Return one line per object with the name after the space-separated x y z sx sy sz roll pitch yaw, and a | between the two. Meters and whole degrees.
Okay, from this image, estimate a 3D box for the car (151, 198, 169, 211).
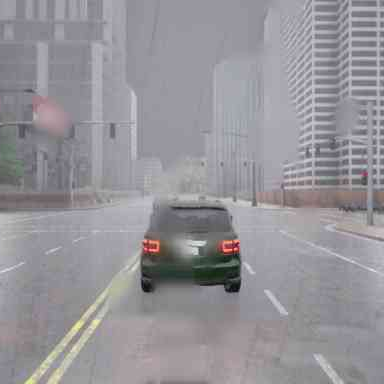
-3.945 1.505 41.909 1.837 1.490 4.892 0 0 0 | car

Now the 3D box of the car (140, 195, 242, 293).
-0.021 1.221 9.015 2.150 2.045 5.566 0 0 0 | car

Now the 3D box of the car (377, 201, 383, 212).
22.133 1.477 33.917 5.008 1.535 1.882 0 0 -1 | car

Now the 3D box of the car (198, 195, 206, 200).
2.733 1.500 90.625 1.837 1.490 4.892 0 0 0 | car

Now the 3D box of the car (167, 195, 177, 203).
-4.084 1.477 68.384 1.882 1.535 5.008 0 0 0 | car

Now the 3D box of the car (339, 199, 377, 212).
19.464 1.547 37.382 5.357 1.411 2.033 0 0 -1 | car

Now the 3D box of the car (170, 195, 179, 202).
-4.173 1.478 79.683 1.882 1.535 5.008 0 0 0 | car

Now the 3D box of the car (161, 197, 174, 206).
-4.053 1.525 55.741 1.812 1.442 4.674 0 0 0 | car
